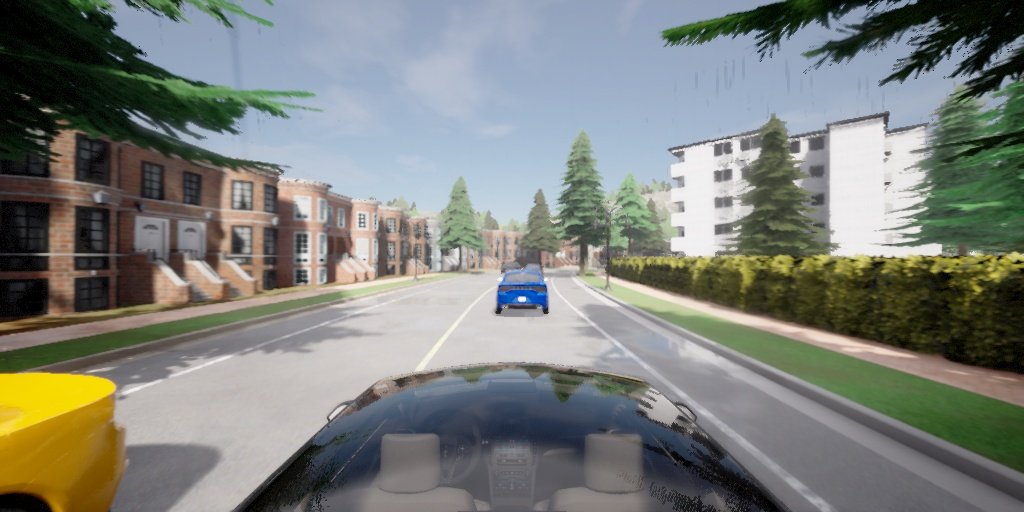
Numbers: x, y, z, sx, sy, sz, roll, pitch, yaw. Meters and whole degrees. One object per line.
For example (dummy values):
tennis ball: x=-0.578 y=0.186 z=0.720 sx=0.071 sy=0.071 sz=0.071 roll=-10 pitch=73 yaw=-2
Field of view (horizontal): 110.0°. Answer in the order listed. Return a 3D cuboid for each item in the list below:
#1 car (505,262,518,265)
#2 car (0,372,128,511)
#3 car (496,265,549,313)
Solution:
car: x=-0.124 y=1.467 z=43.628 sx=1.837 sy=1.490 sz=4.892 roll=0 pitch=0 yaw=12
car: x=-3.558 y=1.210 z=0.281 sx=1.882 sy=1.535 sz=5.008 roll=0 pitch=0 yaw=0
car: x=0.438 y=1.293 z=14.355 sx=1.882 sy=1.535 sz=5.008 roll=0 pitch=0 yaw=2
